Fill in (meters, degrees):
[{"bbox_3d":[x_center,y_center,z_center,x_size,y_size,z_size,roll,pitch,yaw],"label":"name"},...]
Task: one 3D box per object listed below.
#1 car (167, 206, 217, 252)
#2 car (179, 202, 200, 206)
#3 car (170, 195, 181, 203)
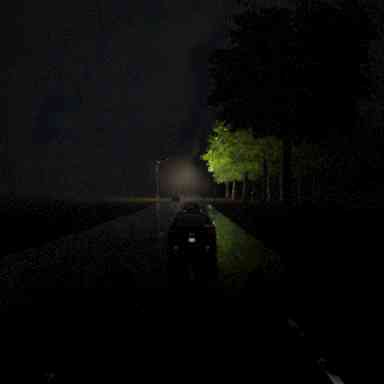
[{"bbox_3d":[0.004,1.583,14.464,1.882,1.535,5.008,0,0,0],"label":"car"},{"bbox_3d":[0.002,1.686,29.375,1.812,1.442,4.674,0,0,0],"label":"car"},{"bbox_3d":[-3.505,1.458,70.995,1.837,1.490,4.892,0,1,0],"label":"car"}]
